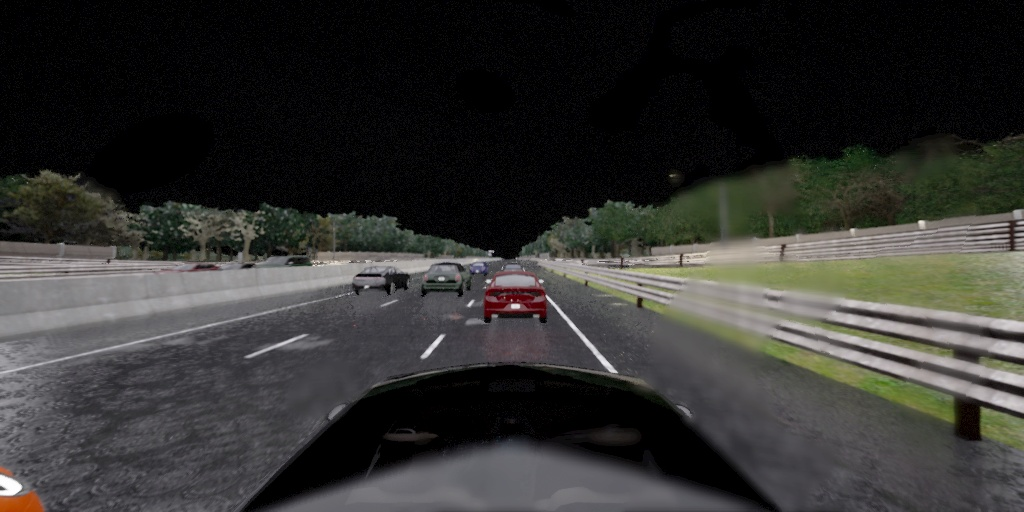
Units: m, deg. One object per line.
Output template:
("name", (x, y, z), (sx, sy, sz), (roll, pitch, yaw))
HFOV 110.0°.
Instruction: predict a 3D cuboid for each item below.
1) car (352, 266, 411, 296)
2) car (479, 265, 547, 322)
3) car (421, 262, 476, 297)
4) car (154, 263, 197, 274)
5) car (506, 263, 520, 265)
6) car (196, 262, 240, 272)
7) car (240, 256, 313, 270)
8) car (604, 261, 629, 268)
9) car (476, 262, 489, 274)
("car", (-6.899, 1.270, 19.454), (2.128, 1.511, 4.902), (0, 0, 0))
("car", (0.101, 1.245, 12.396), (1.882, 1.535, 5.008), (0, 0, 0))
("car", (-3.400, 1.130, 19.431), (2.097, 1.767, 4.553), (0, 0, 0))
("car", (-24.596, 1.266, 27.591), (1.882, 1.535, 5.008), (0, 0, 0))
("car", (0.101, 1.338, 30.776), (2.033, 1.411, 5.357), (0, 0, 0))
("car", (-21.096, 1.293, 27.627), (1.837, 1.490, 4.892), (0, 0, 0))
("car", (-17.597, 1.010, 27.582), (2.150, 2.045, 5.566), (0, 0, 0))
("car", (16.136, 1.180, 55.560), (1.994, 1.385, 4.181), (0, -1, -18))
("car", (-3.399, 1.322, 37.505), (1.812, 1.442, 4.674), (0, 0, 0))
